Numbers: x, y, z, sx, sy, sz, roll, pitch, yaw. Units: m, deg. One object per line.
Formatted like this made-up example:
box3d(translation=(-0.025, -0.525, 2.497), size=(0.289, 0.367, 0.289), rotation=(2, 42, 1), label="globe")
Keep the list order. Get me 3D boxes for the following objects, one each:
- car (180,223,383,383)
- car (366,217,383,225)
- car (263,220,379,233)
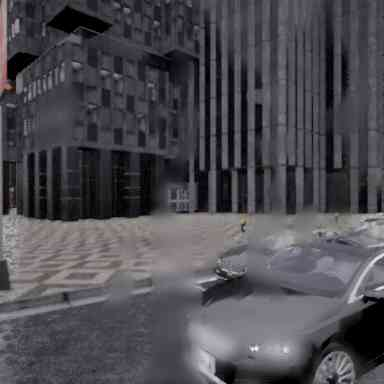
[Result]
box3d(translation=(2.128, 1.490, 4.906), size=(4.902, 1.511, 2.128), rotation=(0, 0, -35), label="car")
box3d(translation=(6.667, 1.546, 11.409), size=(4.403, 1.369, 2.008), rotation=(0, 0, -36), label="car")
box3d(translation=(2.604, 1.548, 8.509), size=(4.403, 1.369, 2.008), rotation=(0, 0, -36), label="car")
